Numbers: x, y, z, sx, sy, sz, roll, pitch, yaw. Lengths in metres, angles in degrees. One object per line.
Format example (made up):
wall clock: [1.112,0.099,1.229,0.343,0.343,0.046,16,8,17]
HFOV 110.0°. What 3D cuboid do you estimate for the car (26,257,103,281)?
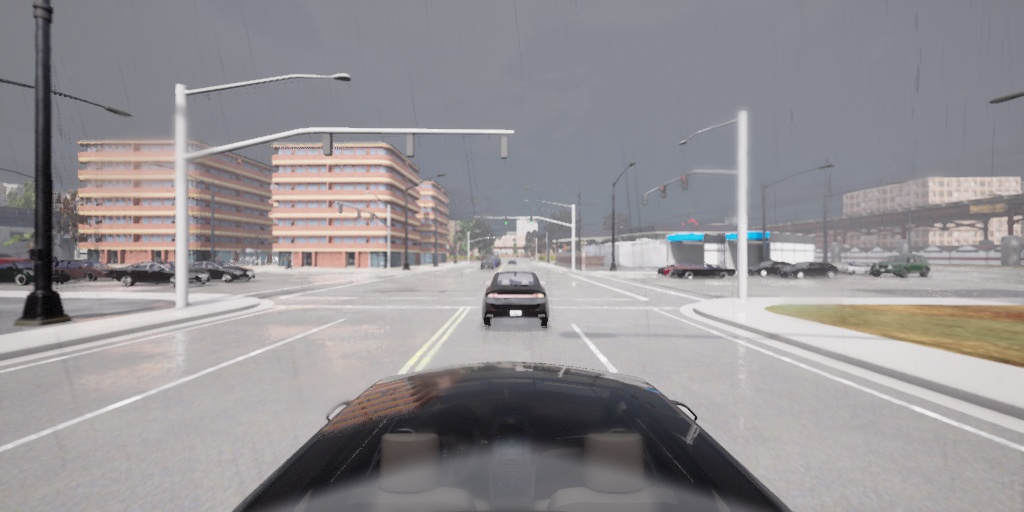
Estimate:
car: [-30.533,1.000,25.465,5.357,1.411,2.033,1,0,1]

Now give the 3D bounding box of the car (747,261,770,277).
car: [25.048,1.218,34.721,4.892,1.490,1.837,0,0,-5]

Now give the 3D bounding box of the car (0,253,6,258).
car: [-50.541,0.595,33.019,4.892,1.490,1.837,1,0,2]

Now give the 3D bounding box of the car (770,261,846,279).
car: [25.758,1.222,31.271,4.892,1.490,1.837,0,0,-6]

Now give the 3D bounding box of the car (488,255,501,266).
car: [-3.515,0.905,61.915,2.150,2.045,5.566,0,0,1]

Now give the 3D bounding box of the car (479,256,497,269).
car: [-3.567,1.199,52.121,1.837,1.490,4.892,0,0,0]

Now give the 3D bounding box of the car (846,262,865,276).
car: [34.705,1.312,36.536,4.718,1.301,1.895,0,0,-19]

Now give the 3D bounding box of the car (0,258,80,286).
car: [-29.904,1.032,21.948,4.181,1.385,1.994,1,0,1]

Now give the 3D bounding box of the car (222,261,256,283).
car: [-20.789,1.083,25.257,4.902,1.511,2.128,1,0,1]

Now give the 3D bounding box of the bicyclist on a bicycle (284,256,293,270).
bicyclist on a bicycle: [-26.131,0.800,41.863,0.582,1.620,1.656,1,0,1]

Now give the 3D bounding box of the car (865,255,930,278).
car: [36.163,0.936,33.372,5.566,2.045,2.150,0,0,-19]

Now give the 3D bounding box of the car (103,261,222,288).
car: [-21.063,1.088,21.766,4.902,1.511,2.128,1,0,1]

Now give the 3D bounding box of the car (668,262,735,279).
car: [16.480,1.318,31.078,4.718,1.301,1.895,0,0,0]

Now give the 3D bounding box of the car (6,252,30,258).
car: [-50.780,0.432,36.475,4.553,1.767,2.097,1,0,1]

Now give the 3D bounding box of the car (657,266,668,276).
car: [16.304,1.277,34.604,4.181,1.385,1.994,0,0,0]

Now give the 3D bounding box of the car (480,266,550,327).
car: [0.111,1.231,11.515,2.128,1.511,4.902,0,0,0]
